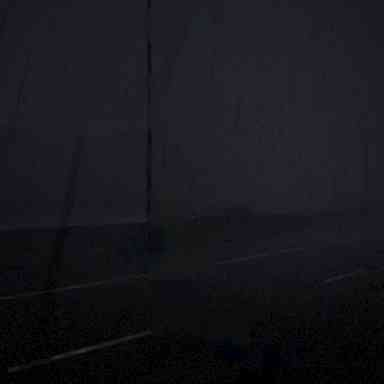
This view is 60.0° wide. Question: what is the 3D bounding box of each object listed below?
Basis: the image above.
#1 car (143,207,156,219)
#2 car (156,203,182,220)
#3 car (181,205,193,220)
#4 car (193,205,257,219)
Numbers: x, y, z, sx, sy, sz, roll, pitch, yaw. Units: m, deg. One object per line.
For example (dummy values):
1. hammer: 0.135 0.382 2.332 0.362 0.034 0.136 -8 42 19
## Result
1. car: -2.720 1.881 33.290 4.674 1.442 1.812 1 -1 -42
2. car: -0.795 1.882 30.329 4.181 1.385 1.994 0 -1 -42
3. car: 1.567 1.848 27.754 4.181 1.385 1.994 0 -1 -42
4. car: 2.691 1.749 24.104 4.892 1.490 1.837 1 -1 -41
